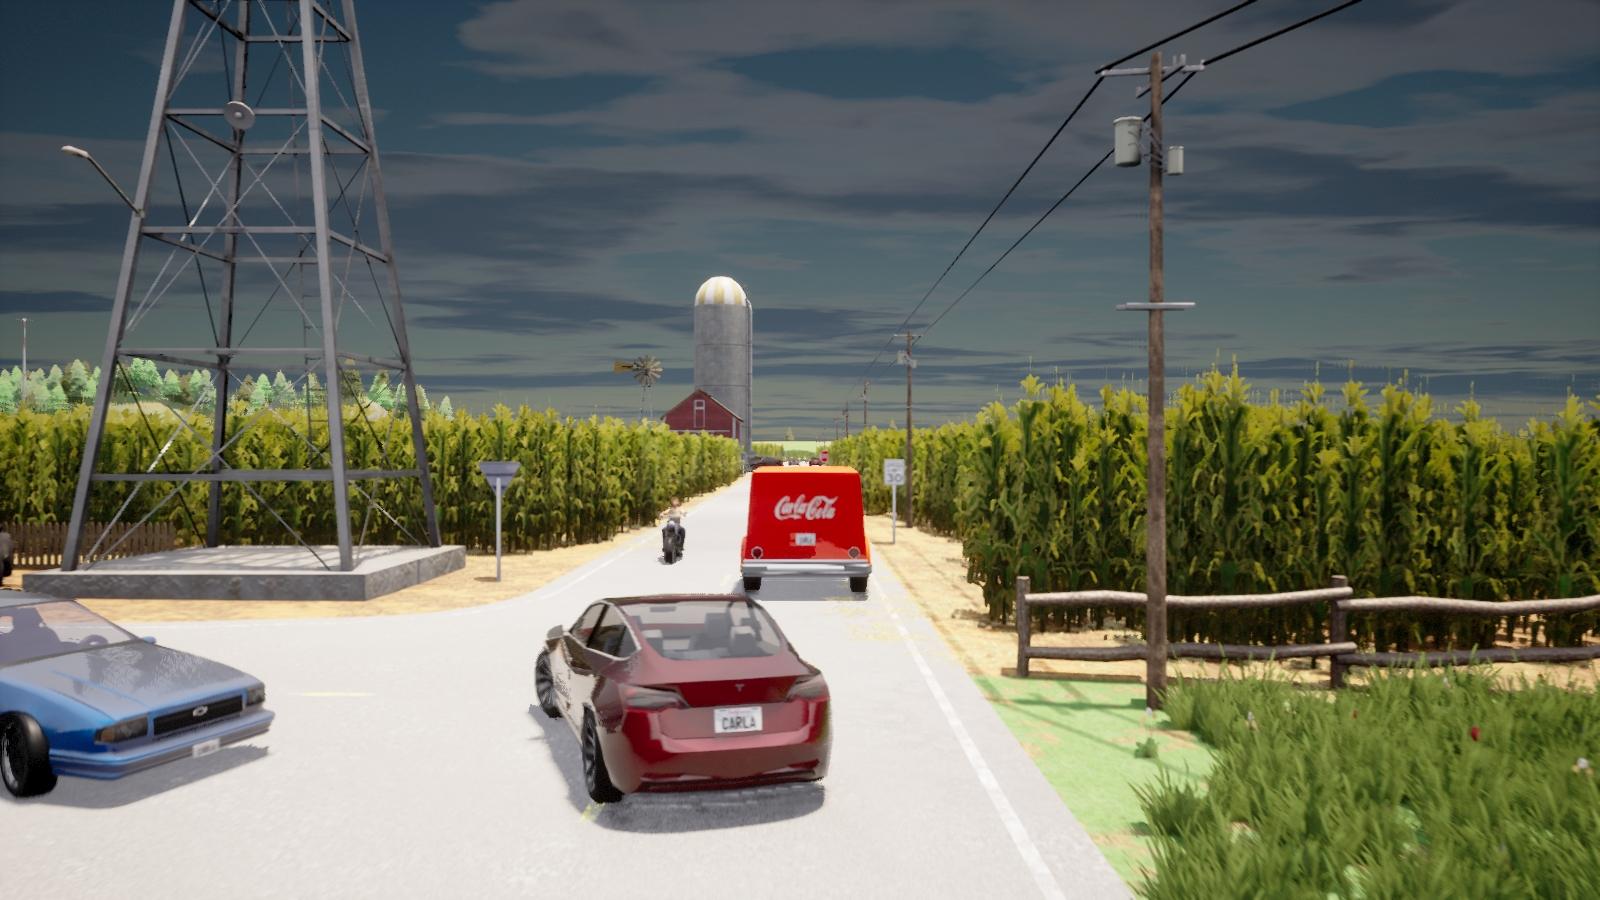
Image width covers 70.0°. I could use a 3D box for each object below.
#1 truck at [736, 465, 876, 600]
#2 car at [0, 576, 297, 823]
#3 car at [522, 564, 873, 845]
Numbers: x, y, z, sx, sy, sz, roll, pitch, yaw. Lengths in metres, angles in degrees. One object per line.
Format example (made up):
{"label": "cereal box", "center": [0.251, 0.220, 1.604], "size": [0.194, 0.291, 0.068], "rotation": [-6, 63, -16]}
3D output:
{"label": "truck", "center": [0.096, 1.581, 24.060], "size": [2.627, 2.467, 5.204], "rotation": [0, 0, 0]}
{"label": "car", "center": [-7.544, 2.026, 10.414], "size": [5.357, 1.411, 2.033], "rotation": [2, 0, 17]}
{"label": "car", "center": [-1.254, 2.054, 10.690], "size": [2.163, 1.488, 4.792], "rotation": [1, 0, -19]}
